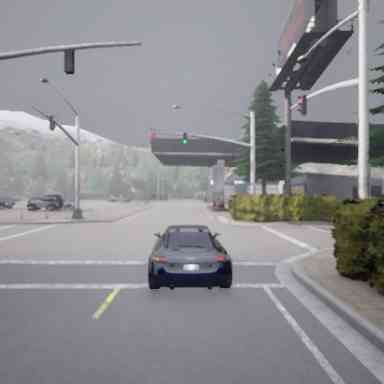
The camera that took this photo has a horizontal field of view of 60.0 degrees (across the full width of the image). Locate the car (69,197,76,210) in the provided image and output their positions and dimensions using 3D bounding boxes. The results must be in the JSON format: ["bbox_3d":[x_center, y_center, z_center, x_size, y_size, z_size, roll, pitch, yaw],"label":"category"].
[{"bbox_3d":[-16.183,1.523,41.609,3.806,1.475,1.970,0,0,-1],"label":"car"}]

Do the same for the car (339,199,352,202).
[{"bbox_3d":[17.229,1.629,37.935,2.242,1.667,4.611,0,0,-1],"label":"car"}]

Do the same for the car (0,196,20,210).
[{"bbox_3d":[-24.662,1.259,41.522,4.605,1.855,1.932,0,0,-1],"label":"car"}]

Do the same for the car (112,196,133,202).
[{"bbox_3d":[-16.508,1.648,79.002,4.514,1.523,2.007,0,0,-1],"label":"car"}]

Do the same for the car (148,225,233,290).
[{"bbox_3d":[-0.125,1.589,9.207,1.994,1.385,4.181,0,0,-3],"label":"car"}]

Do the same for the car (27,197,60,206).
[{"bbox_3d":[-24.024,1.509,53.982,4.514,1.523,2.007,0,0,-1],"label":"car"}]

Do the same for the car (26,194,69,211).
[{"bbox_3d":[-16.774,1.226,38.282,3.866,1.878,1.905,0,0,-1],"label":"car"}]

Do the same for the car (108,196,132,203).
[{"bbox_3d":[-16.437,1.626,75.866,5.027,1.636,2.152,0,0,-1],"label":"car"}]

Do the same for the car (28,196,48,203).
[{"bbox_3d":[-35.103,1.680,75.902,3.806,1.475,1.970,0,0,-1],"label":"car"}]

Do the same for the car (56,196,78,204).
[{"bbox_3d":[-24.041,1.569,63.975,3.633,1.501,1.845,0,0,-1],"label":"car"}]
